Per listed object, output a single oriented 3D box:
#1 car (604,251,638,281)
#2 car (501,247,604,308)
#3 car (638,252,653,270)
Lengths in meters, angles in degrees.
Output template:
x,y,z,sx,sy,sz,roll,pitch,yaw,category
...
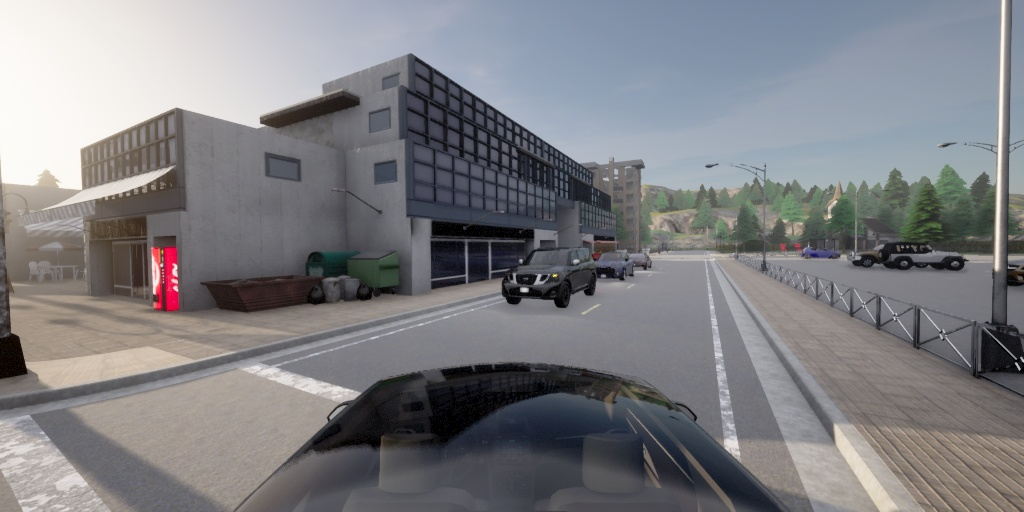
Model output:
x,y,z,sx,sy,sz,roll,pitch,yaw,category
6.334,0.521,22.681,2.097,1.767,4.553,0,2,28,car
1.698,0.670,14.007,2.150,2.045,5.566,0,2,28,car
11.162,0.406,31.703,1.812,1.442,4.674,0,2,28,car
